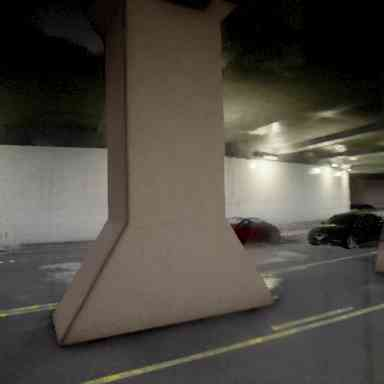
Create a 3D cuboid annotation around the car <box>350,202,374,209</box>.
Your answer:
[{"bbox_3d":[28.374,2.377,56.383,2.033,1.411,5.357,-1,-1,-7],"label":"car"}]

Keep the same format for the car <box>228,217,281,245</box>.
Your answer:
[{"bbox_3d":[2.400,1.946,16.564,4.181,1.385,1.994,0,-2,-32],"label":"car"}]

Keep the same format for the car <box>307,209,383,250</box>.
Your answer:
[{"bbox_3d":[7.471,1.754,15.710,4.892,1.490,1.837,0,-2,-35],"label":"car"}]
